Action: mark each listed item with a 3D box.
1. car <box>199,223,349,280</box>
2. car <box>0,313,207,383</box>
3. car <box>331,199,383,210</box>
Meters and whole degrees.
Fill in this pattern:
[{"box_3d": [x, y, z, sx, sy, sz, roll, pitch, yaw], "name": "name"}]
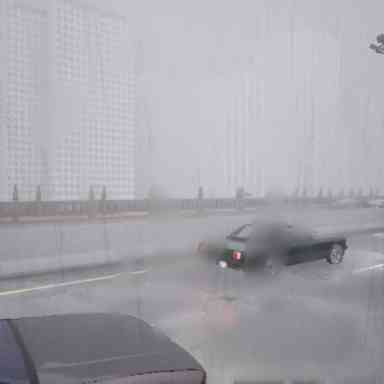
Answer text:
[{"box_3d": [2.614, 1.583, 9.910, 4.718, 1.301, 1.895, 0, 0, -35], "name": "car"}, {"box_3d": [-2.402, 1.550, 2.036, 5.357, 1.411, 2.033, 0, 0, -35], "name": "car"}, {"box_3d": [13.157, 1.504, 26.267, 4.181, 1.385, 1.994, 0, 0, -35], "name": "car"}]
